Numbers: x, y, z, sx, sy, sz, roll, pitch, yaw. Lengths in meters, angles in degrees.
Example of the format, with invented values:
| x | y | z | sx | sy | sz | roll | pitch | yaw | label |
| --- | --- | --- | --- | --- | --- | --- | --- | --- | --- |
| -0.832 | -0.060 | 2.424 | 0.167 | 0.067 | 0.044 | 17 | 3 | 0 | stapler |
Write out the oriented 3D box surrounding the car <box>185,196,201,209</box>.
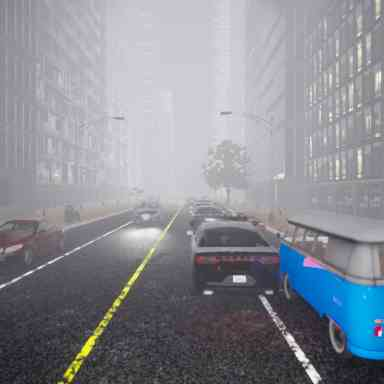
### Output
| x | y | z | sx | sy | sz | roll | pitch | yaw | label |
| --- | --- | --- | --- | --- | --- | --- | --- | --- | --- |
| -0.053 | 1.590 | 45.785 | 1.895 | 1.301 | 4.718 | 0 | 0 | 0 | car |

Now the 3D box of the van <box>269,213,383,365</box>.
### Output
| x | y | z | sx | sy | sz | roll | pitch | yaw | label |
| --- | --- | --- | --- | --- | --- | --- | --- | --- | --- |
| 2.682 | 1.340 | 5.692 | 1.690 | 1.788 | 3.998 | 0 | 0 | 0 | van |

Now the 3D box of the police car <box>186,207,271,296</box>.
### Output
| x | y | z | sx | sy | sz | roll | pitch | yaw | label |
| --- | --- | --- | --- | --- | --- | --- | --- | --- | --- |
| 0.888 | 1.424 | 8.818 | 1.930 | 1.638 | 5.238 | 0 | 0 | 0 | police car |

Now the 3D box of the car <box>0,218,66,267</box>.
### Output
| x | y | z | sx | sy | sz | roll | pitch | yaw | label |
| --- | --- | --- | --- | --- | --- | --- | --- | --- | --- |
| -5.707 | 1.581 | 11.375 | 1.802 | 1.307 | 4.206 | 0 | 0 | 0 | car |

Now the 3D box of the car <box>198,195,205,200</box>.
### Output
| x | y | z | sx | sy | sz | roll | pitch | yaw | label |
| --- | --- | --- | --- | --- | --- | --- | --- | --- | --- |
| 2.563 | 1.455 | 91.078 | 1.887 | 1.381 | 4.507 | 0 | 0 | 0 | car |

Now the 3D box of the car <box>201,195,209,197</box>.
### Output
| x | y | z | sx | sy | sz | roll | pitch | yaw | label |
| --- | --- | --- | --- | --- | --- | --- | --- | --- | --- |
| 2.626 | 1.540 | 45.538 | 2.008 | 1.369 | 4.403 | 0 | 0 | 0 | car |

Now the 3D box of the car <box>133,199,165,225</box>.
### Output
| x | y | z | sx | sy | sz | roll | pitch | yaw | label |
| --- | --- | --- | --- | --- | --- | --- | --- | --- | --- |
| -3.034 | 1.489 | 24.217 | 2.128 | 1.511 | 4.902 | 0 | 0 | 0 | car |

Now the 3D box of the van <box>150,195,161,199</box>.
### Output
| x | y | z | sx | sy | sz | roll | pitch | yaw | label |
| --- | --- | --- | --- | --- | --- | --- | --- | --- | --- |
| -5.762 | 1.324 | 51.223 | 1.690 | 1.788 | 3.998 | 0 | 0 | 0 | van |

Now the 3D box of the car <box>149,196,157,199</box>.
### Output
| x | y | z | sx | sy | sz | roll | pitch | yaw | label |
| --- | --- | --- | --- | --- | --- | --- | --- | --- | --- |
| -5.746 | 1.544 | 39.838 | 2.008 | 1.369 | 4.403 | 0 | 0 | 0 | car |

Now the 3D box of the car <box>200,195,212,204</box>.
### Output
| x | y | z | sx | sy | sz | roll | pitch | yaw | label |
| --- | --- | --- | --- | --- | --- | --- | --- | --- | --- |
| 2.603 | 1.405 | 62.616 | 1.967 | 1.590 | 4.097 | 0 | 0 | 0 | car |

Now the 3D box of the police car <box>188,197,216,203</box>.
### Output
| x | y | z | sx | sy | sz | roll | pitch | yaw | label |
| --- | --- | --- | --- | --- | --- | --- | --- | --- | --- |
| 0.865 | 1.422 | 24.818 | 1.930 | 1.638 | 5.238 | 0 | 0 | 0 | police car |

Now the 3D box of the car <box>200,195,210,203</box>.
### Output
| x | y | z | sx | sy | sz | roll | pitch | yaw | label |
| --- | --- | --- | --- | --- | --- | --- | --- | --- | --- |
| 2.594 | 1.395 | 68.308 | 1.967 | 1.590 | 4.097 | 0 | 0 | 0 | car |

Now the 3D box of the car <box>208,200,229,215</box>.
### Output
| x | y | z | sx | sy | sz | roll | pitch | yaw | label |
| --- | --- | --- | --- | --- | --- | --- | --- | --- | --- |
| 2.642 | 1.578 | 34.154 | 1.802 | 1.307 | 4.206 | 0 | 0 | 0 | car |

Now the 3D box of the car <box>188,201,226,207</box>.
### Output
| x | y | z | sx | sy | sz | roll | pitch | yaw | label |
| --- | --- | --- | --- | --- | --- | --- | --- | --- | --- |
| 0.874 | 1.476 | 18.708 | 1.882 | 1.535 | 5.008 | 0 | 0 | 0 | car |
